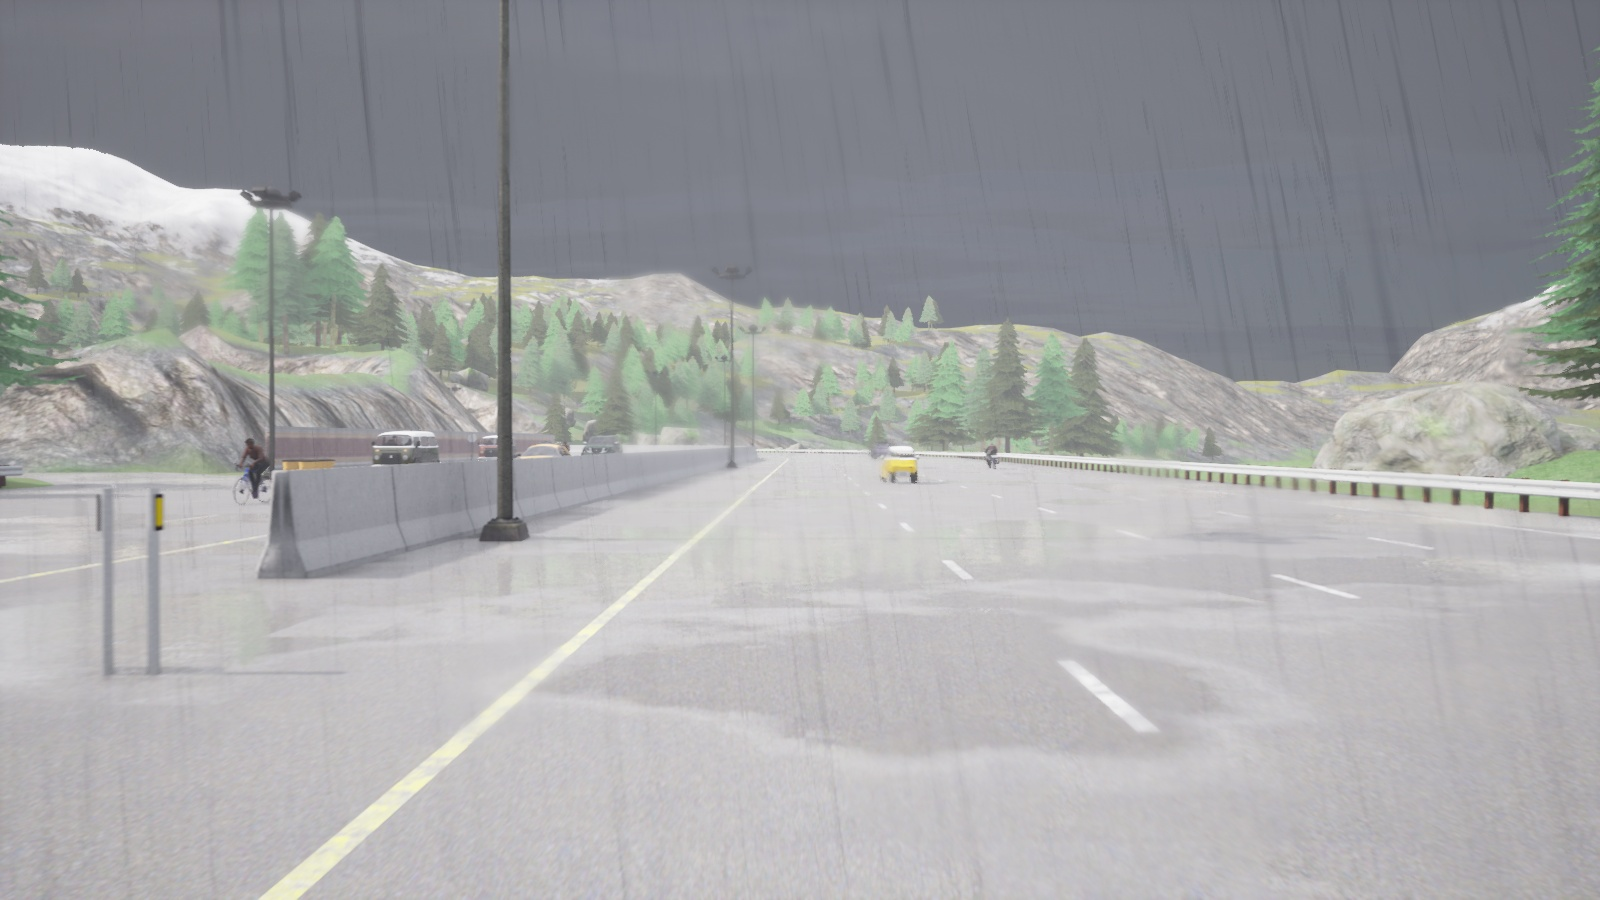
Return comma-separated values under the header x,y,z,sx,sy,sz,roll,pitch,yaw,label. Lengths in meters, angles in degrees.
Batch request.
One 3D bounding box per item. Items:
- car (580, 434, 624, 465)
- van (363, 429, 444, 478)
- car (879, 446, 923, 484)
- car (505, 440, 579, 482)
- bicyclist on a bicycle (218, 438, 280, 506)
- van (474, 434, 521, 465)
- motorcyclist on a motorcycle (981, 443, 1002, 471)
x,y,z,sx,sy,sz,roll,pitch,yaw,label
-13.482,-0.029,85.857,2.150,2.045,5.566,0,0,0,car
-17.170,0.150,54.624,2.069,2.038,4.480,0,0,0,van
3.787,0.538,47.135,1.481,1.376,2.207,0,1,0,car
-10.197,0.395,50.043,1.801,1.575,5.366,0,0,0,car
-13.459,0.515,30.725,0.582,1.620,1.656,1,1,9,bicyclist on a bicycle
-20.494,-0.027,85.263,2.069,2.038,4.480,0,0,0,van
10.930,0.385,71.820,0.866,1.530,2.191,0,0,0,motorcyclist on a motorcycle
